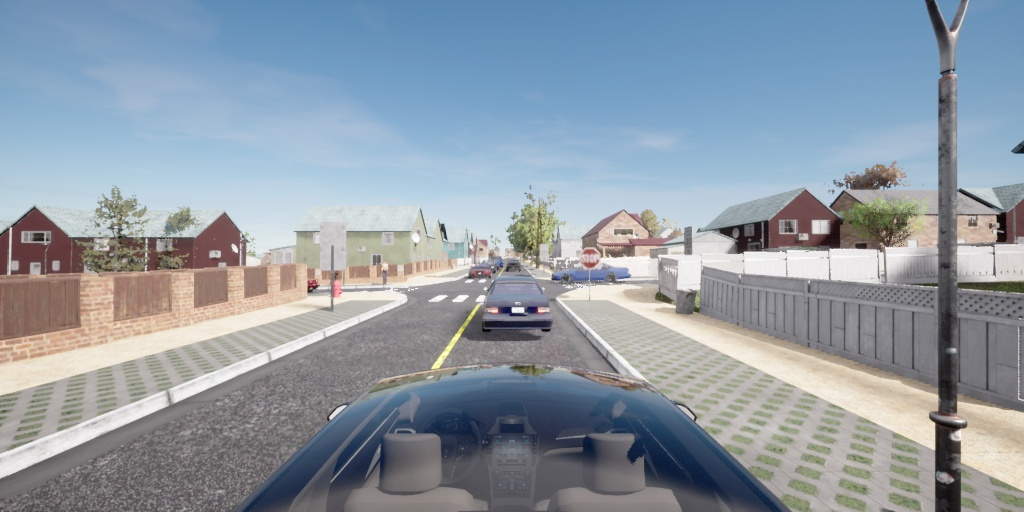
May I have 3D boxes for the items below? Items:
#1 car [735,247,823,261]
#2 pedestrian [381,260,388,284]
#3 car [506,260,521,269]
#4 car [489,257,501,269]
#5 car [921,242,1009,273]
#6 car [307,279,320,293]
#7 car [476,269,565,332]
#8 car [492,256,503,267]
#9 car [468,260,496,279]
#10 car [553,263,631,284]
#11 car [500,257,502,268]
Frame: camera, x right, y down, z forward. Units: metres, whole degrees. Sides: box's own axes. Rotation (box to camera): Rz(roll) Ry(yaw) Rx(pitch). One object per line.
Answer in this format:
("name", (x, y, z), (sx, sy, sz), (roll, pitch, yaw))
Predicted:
("car", (17.970, 0.480, 24.362), (5.566, 2.045, 2.150), (-2, -1, -1))
("pedestrian", (-9.651, 1.212, 27.146), (0.375, 1.860, 0.375), (0, 0, 0))
("car", (0.177, 1.255, 48.731), (1.837, 1.490, 4.892), (0, 0, 0))
("car", (-2.782, 1.243, 41.739), (2.128, 1.511, 4.902), (0, 0, 0))
("car", (30.609, 0.145, 24.406), (5.566, 2.045, 2.150), (-1, -1, 0))
("car", (-14.088, 1.672, 21.237), (4.718, 1.301, 1.895), (-2, -1, 1))
("car", (0.090, 1.300, 10.820), (2.033, 1.411, 5.357), (0, 0, -1))
("car", (-2.723, 0.966, 62.312), (2.150, 2.045, 5.566), (0, 0, 0))
("car", (-2.801, 1.316, 32.772), (1.994, 1.385, 4.181), (0, 0, 0))
("car", (5.442, 1.168, 24.928), (5.357, 1.411, 2.033), (-2, -1, 10))
("car", (-2.764, 1.275, 51.607), (1.812, 1.442, 4.674), (0, 0, 0))
